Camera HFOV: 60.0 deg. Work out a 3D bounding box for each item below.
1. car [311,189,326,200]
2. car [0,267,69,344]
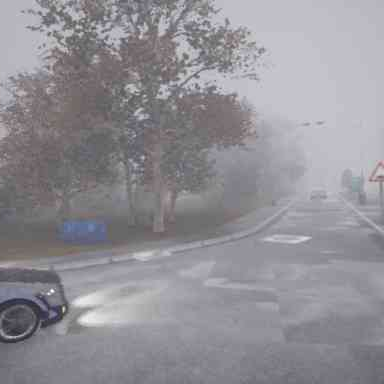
[{"bbox_3d":[16.763,0.306,44.022,1.895,1.301,4.718,-2,1,21],"label":"car"},{"bbox_3d":[-4.373,1.865,5.710,4.181,1.385,1.994,-3,-1,-24],"label":"car"}]
